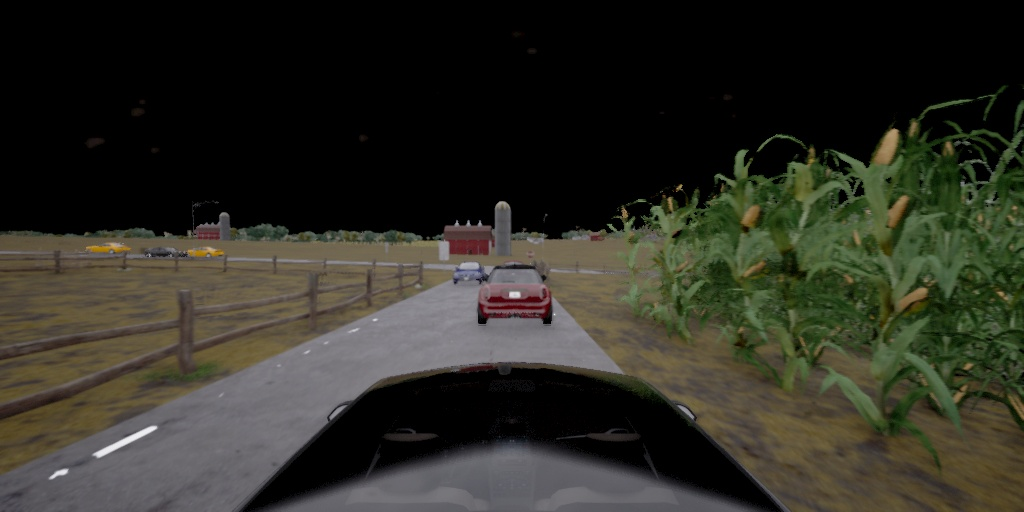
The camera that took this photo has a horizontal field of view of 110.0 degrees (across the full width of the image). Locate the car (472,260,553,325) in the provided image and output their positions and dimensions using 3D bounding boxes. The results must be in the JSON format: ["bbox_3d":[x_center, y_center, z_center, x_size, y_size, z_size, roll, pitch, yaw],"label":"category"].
[{"bbox_3d":[0.086,1.026,11.668,2.097,1.767,4.553,0,1,0],"label":"car"}]

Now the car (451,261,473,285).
[{"bbox_3d":[-2.821,1.107,24.369,1.812,1.442,4.674,0,0,0],"label":"car"}]
